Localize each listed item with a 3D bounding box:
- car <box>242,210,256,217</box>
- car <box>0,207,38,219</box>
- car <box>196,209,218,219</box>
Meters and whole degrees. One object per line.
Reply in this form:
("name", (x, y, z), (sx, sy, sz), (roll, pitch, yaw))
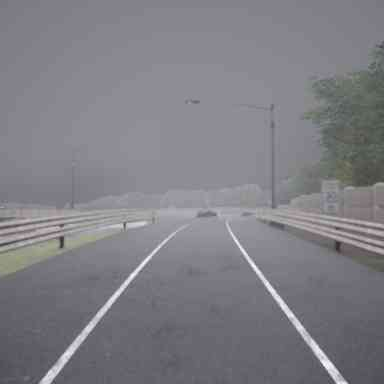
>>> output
("car", (12.463, 4.799, 74.936), (1.882, 1.535, 5.008), (-1, -4, 19))
("car", (-17.569, 2.237, 32.178), (4.892, 1.490, 1.837), (3, -4, -42))
("car", (2.636, 3.653, 55.735), (1.882, 1.535, 5.008), (-2, -4, 32))
